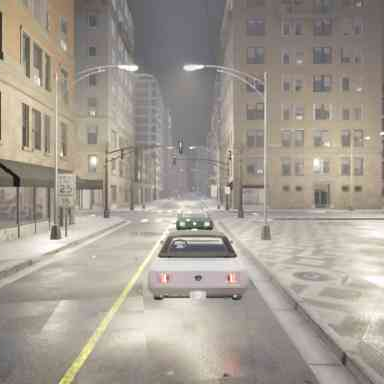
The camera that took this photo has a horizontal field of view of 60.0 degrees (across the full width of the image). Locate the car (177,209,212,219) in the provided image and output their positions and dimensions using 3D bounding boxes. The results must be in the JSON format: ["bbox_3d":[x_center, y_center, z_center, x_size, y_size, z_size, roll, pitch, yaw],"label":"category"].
[{"bbox_3d":[0.134,1.600,18.551,1.895,1.301,4.718,0,0,0],"label":"car"}]

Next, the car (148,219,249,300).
[{"bbox_3d":[0.116,1.601,8.316,1.895,1.301,4.718,0,0,0],"label":"car"}]
